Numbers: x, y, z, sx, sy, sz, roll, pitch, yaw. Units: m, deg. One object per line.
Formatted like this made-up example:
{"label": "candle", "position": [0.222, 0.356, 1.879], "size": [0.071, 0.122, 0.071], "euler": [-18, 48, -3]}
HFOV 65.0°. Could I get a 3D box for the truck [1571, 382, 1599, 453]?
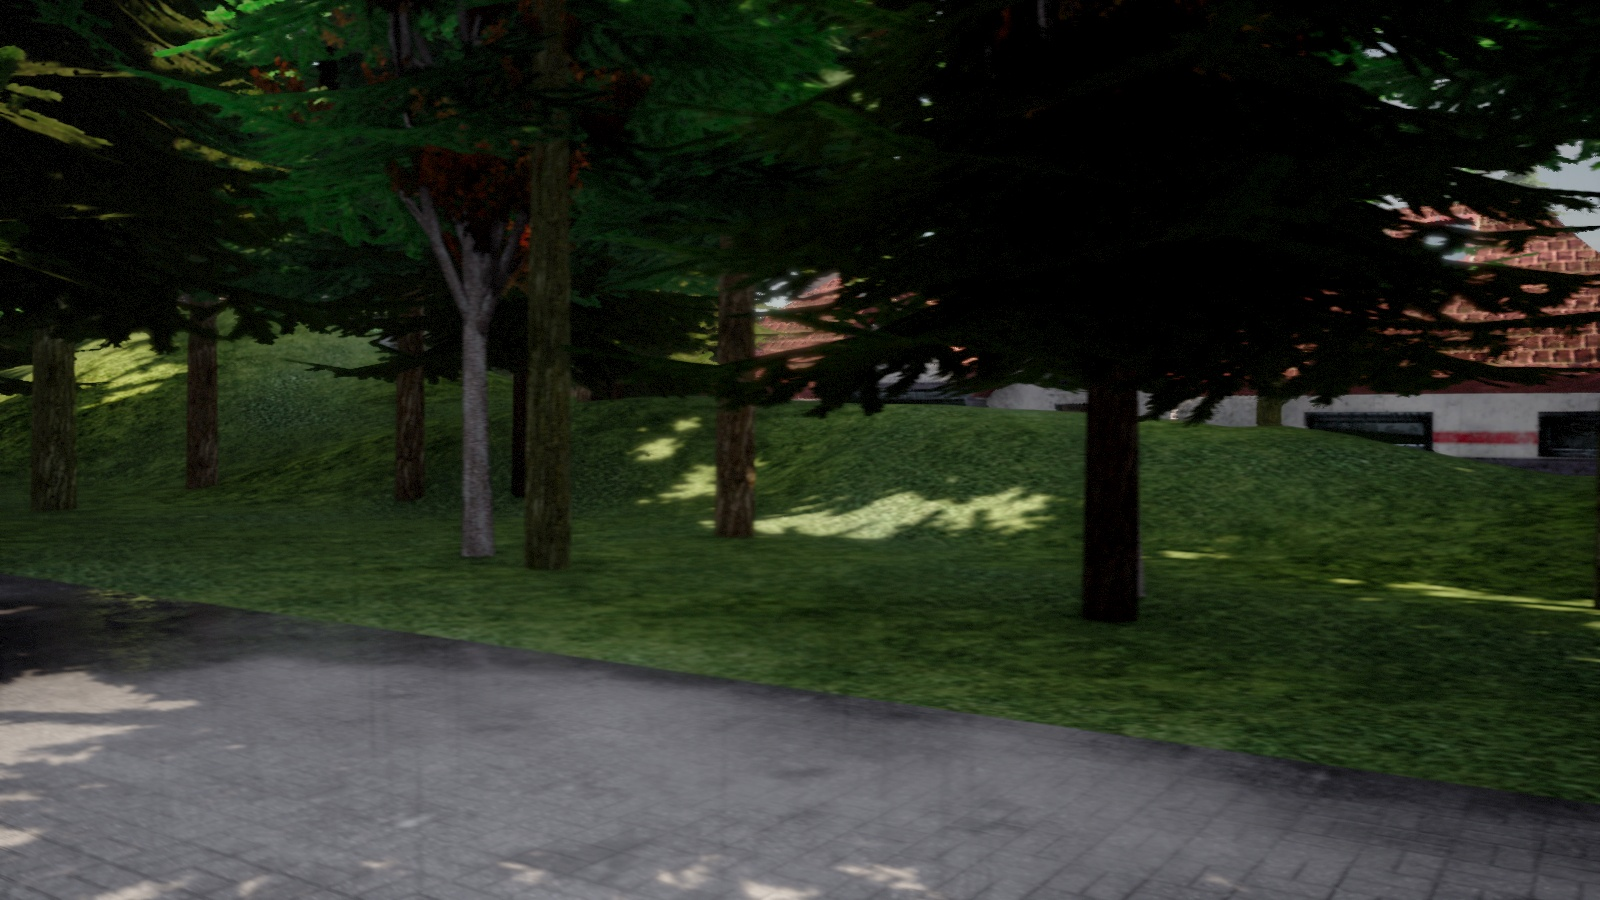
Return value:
{"label": "truck", "position": [46.326, -1.771, 67.264], "size": [8.468, 3.827, 2.891], "euler": [0, 1, 34]}
